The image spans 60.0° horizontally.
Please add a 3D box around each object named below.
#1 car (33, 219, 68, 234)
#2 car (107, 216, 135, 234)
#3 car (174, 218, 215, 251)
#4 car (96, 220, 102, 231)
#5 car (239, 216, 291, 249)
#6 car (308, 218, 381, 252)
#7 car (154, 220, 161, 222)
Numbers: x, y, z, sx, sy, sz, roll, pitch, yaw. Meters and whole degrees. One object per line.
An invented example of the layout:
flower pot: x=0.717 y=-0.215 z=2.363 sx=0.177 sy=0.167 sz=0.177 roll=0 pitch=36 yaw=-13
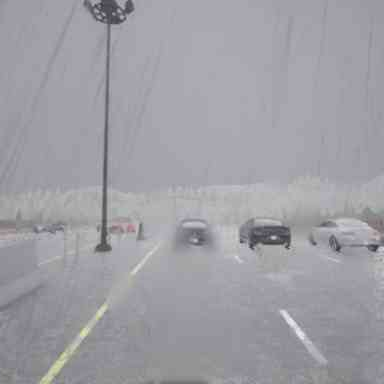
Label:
car: x=-14.093 y=3.412 z=33.367 sx=2.128 sy=1.511 sz=4.902 roll=0 pitch=-5 yaw=0
car: x=-7.094 y=3.274 z=33.421 sx=2.097 sy=1.767 sz=4.553 roll=0 pitch=-5 yaw=0
car: x=0.097 y=2.003 z=16.211 sx=1.812 sy=1.442 sz=4.674 roll=0 pitch=-4 yaw=0
car: x=-10.578 y=4.033 z=41.973 sx=2.097 sy=1.767 sz=4.553 roll=0 pitch=-5 yaw=0
car: x=3.597 y=2.015 z=17.125 sx=1.882 sy=1.535 sz=5.008 roll=0 pitch=-4 yaw=0
car: x=7.097 y=1.983 z=15.888 sx=1.812 sy=1.442 sz=4.674 roll=0 pitch=-4 yaw=0
car: x=-7.661 y=6.969 z=73.567 sx=2.033 sy=1.411 sz=5.357 roll=0 pitch=-5 yaw=-5
